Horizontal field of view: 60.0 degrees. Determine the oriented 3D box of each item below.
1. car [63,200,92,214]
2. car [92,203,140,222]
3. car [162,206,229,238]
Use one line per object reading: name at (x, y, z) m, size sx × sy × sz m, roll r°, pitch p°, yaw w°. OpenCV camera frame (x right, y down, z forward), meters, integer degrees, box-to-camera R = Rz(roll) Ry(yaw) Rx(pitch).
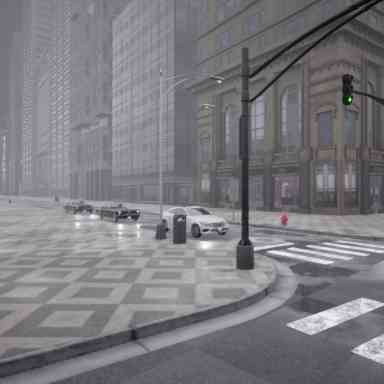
car at (-11.691, 1.498, 34.156) m, size 1.895 × 1.301 × 4.718 m, roll 0°, pitch 0°, yaw -35°
car at (-5.807, 1.523, 25.867) m, size 1.895 × 1.301 × 4.718 m, roll 0°, pitch 0°, yaw -35°
car at (-0.052, 1.475, 17.749) m, size 1.812 × 1.442 × 4.674 m, roll 0°, pitch 0°, yaw -37°
